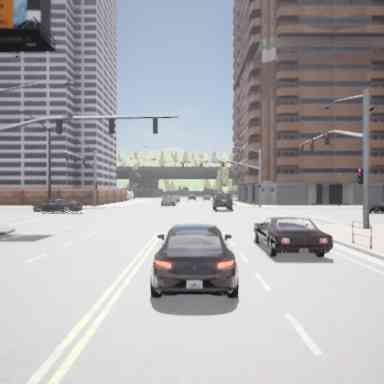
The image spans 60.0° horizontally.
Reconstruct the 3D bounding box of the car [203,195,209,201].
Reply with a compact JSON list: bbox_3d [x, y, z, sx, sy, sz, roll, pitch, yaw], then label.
[{"bbox_3d":[3.524,1.336,77.389,2.033,1.411,5.357,0,0,0],"label":"car"}]

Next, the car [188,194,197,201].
[{"bbox_3d":[0.024,1.297,77.388,1.837,1.490,4.892,0,0,0],"label":"car"}]

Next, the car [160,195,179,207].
[{"bbox_3d":[-3.566,1.269,50.379,2.097,1.767,4.553,0,0,0],"label":"car"}]

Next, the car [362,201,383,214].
[{"bbox_3d":[19.967,1.545,33.818,4.718,1.301,1.895,0,0,1],"label":"car"}]

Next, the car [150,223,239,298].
[{"bbox_3d":[0.064,1.512,8.345,1.812,1.442,4.674,0,0,0],"label":"car"}]

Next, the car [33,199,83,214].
[{"bbox_3d":[-13.659,1.449,33.831,4.892,1.490,1.837,0,-1,7],"label":"car"}]

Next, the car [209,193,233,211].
[{"bbox_3d":[3.613,1.155,40.000,2.150,2.045,5.566,0,0,0],"label":"car"}]

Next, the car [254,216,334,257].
[{"bbox_3d":[3.607,1.580,12.798,1.895,1.301,4.718,0,0,1],"label":"car"}]
